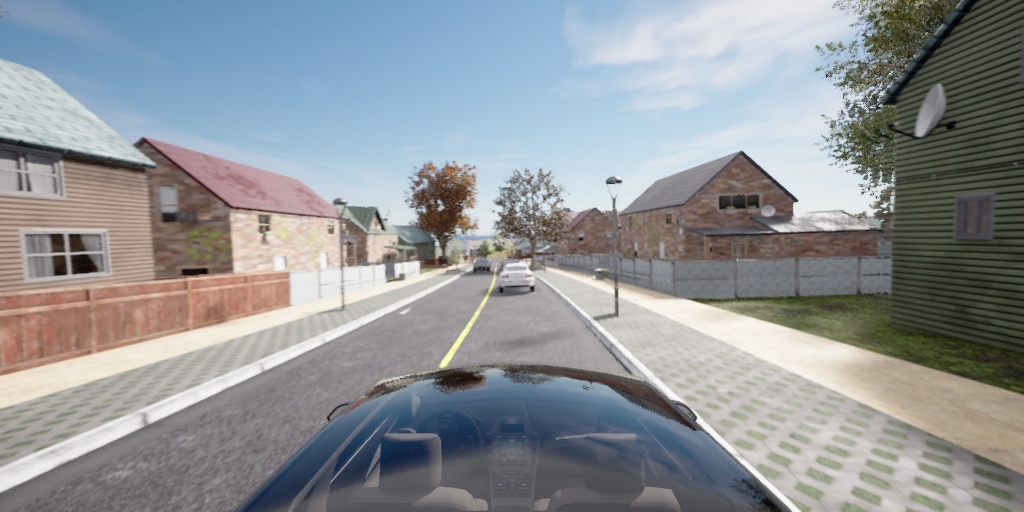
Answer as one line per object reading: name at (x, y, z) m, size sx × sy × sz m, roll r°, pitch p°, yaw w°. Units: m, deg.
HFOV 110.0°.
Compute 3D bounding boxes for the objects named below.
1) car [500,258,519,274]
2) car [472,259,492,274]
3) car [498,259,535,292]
car at (-0.294, 0.990, 37.499) m, size 1.812 × 1.442 × 4.674 m, roll -2°, pitch 0°, yaw -2°
car at (-3.165, 1.051, 38.394) m, size 1.837 × 1.490 × 4.892 m, roll -2°, pitch 0°, yaw -2°
car at (0.228, 1.099, 19.640) m, size 1.812 × 1.442 × 4.674 m, roll -2°, pitch 1°, yaw -1°
